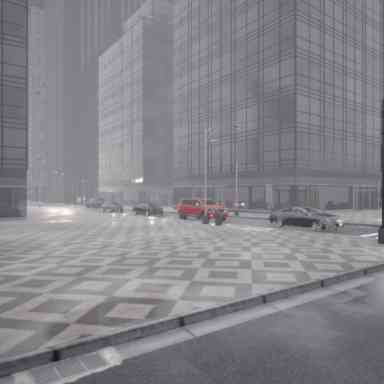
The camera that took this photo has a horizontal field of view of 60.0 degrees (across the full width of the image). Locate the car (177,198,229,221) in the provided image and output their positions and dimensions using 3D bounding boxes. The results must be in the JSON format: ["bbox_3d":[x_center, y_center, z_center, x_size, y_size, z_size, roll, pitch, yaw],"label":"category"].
[{"bbox_3d":[0.845,1.568,30.040,2.150,2.045,5.566,0,-1,-37],"label":"car"}]

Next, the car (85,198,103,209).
[{"bbox_3d":[-17.822,2.130,61.239,2.150,2.045,5.566,0,-2,-36],"label":"car"}]

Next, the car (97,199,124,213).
[{"bbox_3d":[-11.206,2.170,46.753,1.837,1.490,4.892,0,-1,-35],"label":"car"}]

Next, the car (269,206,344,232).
[{"bbox_3d":[7.197,1.673,21.348,2.128,1.511,4.902,0,-1,-37],"label":"car"}]

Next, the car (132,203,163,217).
[{"bbox_3d":[-5.121,1.981,38.286,1.882,1.535,5.008,0,-1,-36],"label":"car"}]
